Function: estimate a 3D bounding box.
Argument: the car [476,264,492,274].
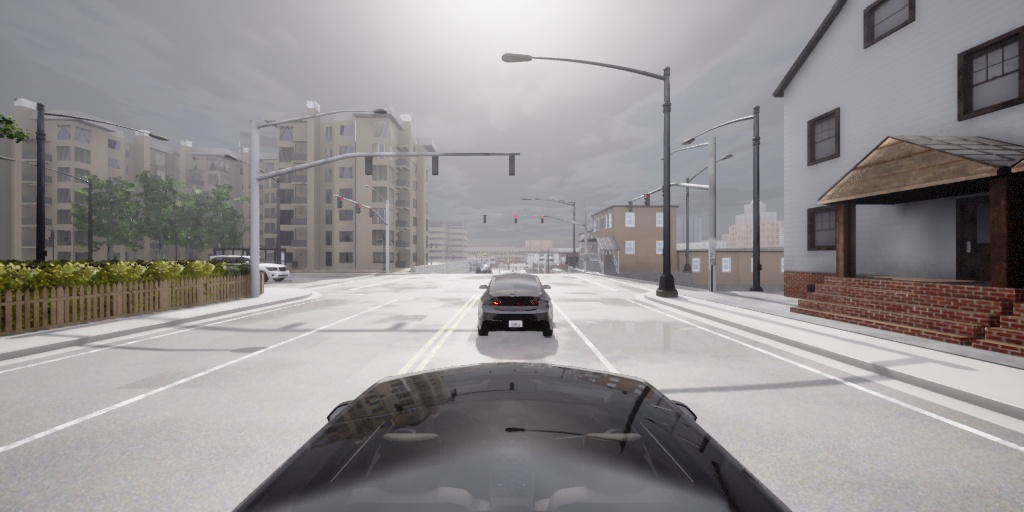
[{"bbox_3d":[-3.618,1.755,47.174,2.128,1.511,4.902,0,-5,0],"label":"car"}]

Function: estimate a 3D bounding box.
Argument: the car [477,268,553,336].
[{"bbox_3d":[0.092,1.255,10.360,1.837,1.490,4.892,0,0,0],"label":"car"}]

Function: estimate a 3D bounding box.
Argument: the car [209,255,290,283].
[{"bbox_3d":[-19.956,0.971,27.050,5.566,2.045,2.150,0,0,1],"label":"car"}]
